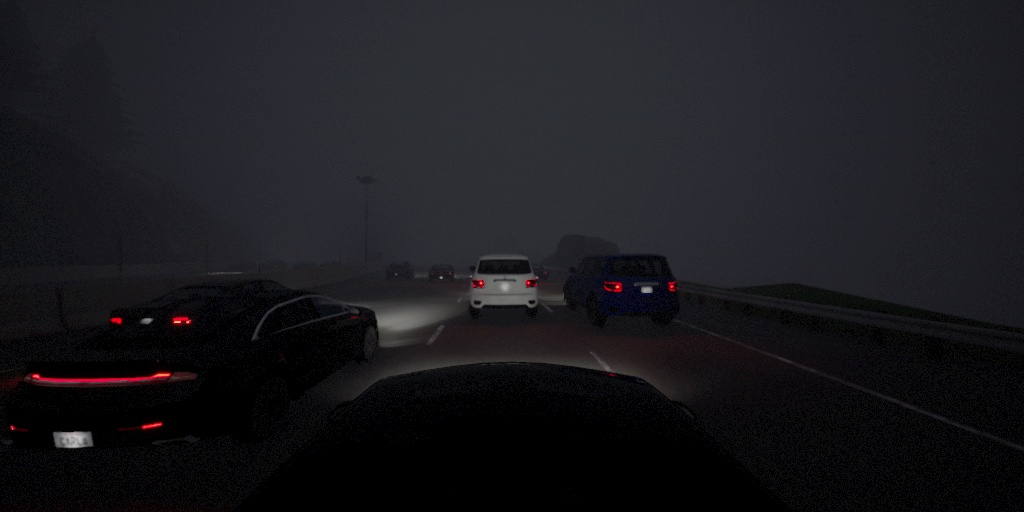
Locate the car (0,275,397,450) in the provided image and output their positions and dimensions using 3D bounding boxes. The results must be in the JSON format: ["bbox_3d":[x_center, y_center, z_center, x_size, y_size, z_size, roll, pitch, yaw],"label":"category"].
[{"bbox_3d":[-3.550,1.241,5.286,2.128,1.511,4.902,0,0,-1],"label":"car"}]

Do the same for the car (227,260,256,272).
[{"bbox_3d":[-34.477,1.224,45.994,1.837,1.490,4.892,0,0,-15],"label":"car"}]

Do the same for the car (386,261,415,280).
[{"bbox_3d":[-9.344,1.195,30.173,2.128,1.511,4.902,0,0,-9],"label":"car"}]

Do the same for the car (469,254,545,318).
[{"bbox_3d":[-0.369,0.947,13.096,2.150,2.045,5.566,0,0,-4],"label":"car"}]

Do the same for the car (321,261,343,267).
[{"bbox_3d":[-24.255,1.294,48.406,1.895,1.301,4.718,0,0,-15],"label":"car"}]

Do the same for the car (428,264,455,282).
[{"bbox_3d":[-5.553,1.300,28.670,1.895,1.301,4.718,0,0,-8],"label":"car"}]

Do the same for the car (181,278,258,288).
[{"bbox_3d":[-7.154,1.295,9.426,2.033,1.411,5.357,0,0,-3],"label":"car"}]

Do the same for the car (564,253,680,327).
[{"bbox_3d":[3.224,0.941,11.644,2.150,2.045,5.566,0,0,-3],"label":"car"}]

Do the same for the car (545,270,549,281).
[{"bbox_3d":[1.518,1.285,28.723,1.895,1.301,4.718,0,0,-8],"label":"car"}]

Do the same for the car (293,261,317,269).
[{"bbox_3d":[-27.906,1.301,48.465,1.895,1.301,4.718,0,0,-16],"label":"car"}]

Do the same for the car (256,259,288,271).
[{"bbox_3d":[-31.180,1.188,47.120,1.882,1.535,5.008,0,0,-16],"label":"car"}]
